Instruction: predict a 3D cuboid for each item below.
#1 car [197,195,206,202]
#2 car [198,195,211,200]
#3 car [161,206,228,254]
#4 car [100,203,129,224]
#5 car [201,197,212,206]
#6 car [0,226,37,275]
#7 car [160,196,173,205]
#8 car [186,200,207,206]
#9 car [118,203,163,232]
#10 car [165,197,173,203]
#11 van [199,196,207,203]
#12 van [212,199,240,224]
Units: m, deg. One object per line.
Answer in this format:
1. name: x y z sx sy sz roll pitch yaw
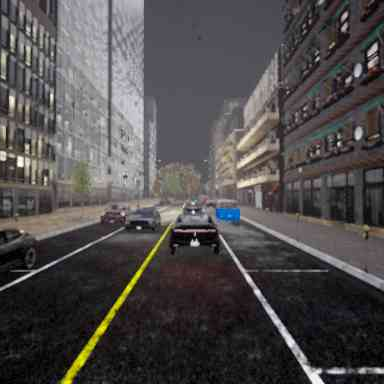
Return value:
1. car: 2.682 1.866 93.587 2.192 1.841 5.009 1 0 0
2. car: 2.689 1.665 59.643 2.192 1.841 5.009 1 0 0
3. car: 0.097 1.573 13.856 2.128 1.511 4.902 0 0 0
4. car: -5.684 1.591 25.690 1.967 1.590 4.097 1 0 0
5. car: 2.688 1.834 48.326 2.008 1.369 4.403 1 0 0
6. car: -5.681 1.618 8.717 1.947 1.339 4.313 1 0 0
7. car: -5.701 1.732 70.948 2.192 1.841 5.009 1 0 0
8. car: 0.091 1.730 31.132 2.033 1.411 5.357 0 0 0
9. car: -3.010 1.674 21.562 2.033 1.411 5.357 0 0 0
10. car: -5.672 2.008 82.092 1.752 1.417 4.829 1 0 0
11. van: 2.683 1.825 82.272 1.690 1.788 3.998 1 0 0
12. van: 2.698 1.492 25.699 1.690 1.788 3.998 1 0 0
